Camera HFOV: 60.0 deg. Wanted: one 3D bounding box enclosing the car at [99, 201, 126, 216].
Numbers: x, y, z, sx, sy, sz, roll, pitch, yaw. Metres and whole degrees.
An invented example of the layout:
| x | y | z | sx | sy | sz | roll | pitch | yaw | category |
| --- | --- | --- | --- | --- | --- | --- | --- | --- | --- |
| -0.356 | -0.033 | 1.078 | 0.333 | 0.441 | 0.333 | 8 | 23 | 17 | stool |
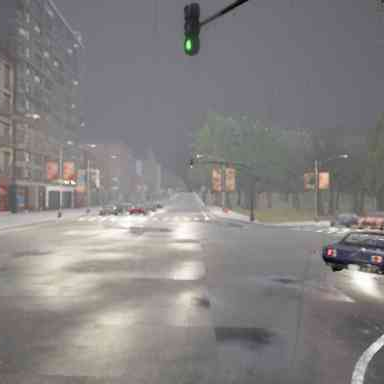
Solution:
| x | y | z | sx | sy | sz | roll | pitch | yaw | category |
| --- | --- | --- | --- | --- | --- | --- | --- | --- | --- |
| -9.781 | 1.933 | 40.740 | 2.097 | 1.767 | 4.553 | 0 | -1 | 1 | car |

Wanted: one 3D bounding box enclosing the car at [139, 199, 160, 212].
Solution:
| x | y | z | sx | sy | sz | roll | pitch | yaw | category |
| --- | --- | --- | --- | --- | --- | --- | --- | --- | --- |
| -6.532 | 2.287 | 51.276 | 1.837 | 1.490 | 4.892 | 0 | -1 | 1 | car |

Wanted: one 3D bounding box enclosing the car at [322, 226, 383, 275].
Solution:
| x | y | z | sx | sy | sz | roll | pitch | yaw | category |
| --- | --- | --- | --- | --- | --- | --- | --- | --- | --- |
| 6.151 | 1.977 | 10.902 | 4.718 | 1.301 | 1.895 | 5 | -3 | -44 | car |

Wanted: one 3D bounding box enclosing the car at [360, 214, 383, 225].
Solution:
| x | y | z | sx | sy | sz | roll | pitch | yaw | category |
| --- | --- | --- | --- | --- | --- | --- | --- | --- | --- |
| 22.703 | 3.379 | 41.348 | 4.718 | 1.301 | 1.895 | 3 | -3 | -45 | car |

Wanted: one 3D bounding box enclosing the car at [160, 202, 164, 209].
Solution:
| x | y | z | sx | sy | sz | roll | pitch | yaw | category |
| --- | --- | --- | --- | --- | --- | --- | --- | --- | --- |
| -6.505 | 2.637 | 63.628 | 1.895 | 1.301 | 4.718 | 0 | -1 | 0 | car |

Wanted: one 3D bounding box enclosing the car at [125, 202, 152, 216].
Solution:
| x | y | z | sx | sy | sz | roll | pitch | yaw | category |
| --- | --- | --- | --- | --- | --- | --- | --- | --- | --- |
| -6.526 | 2.188 | 41.083 | 1.895 | 1.301 | 4.718 | 0 | -1 | 1 | car |

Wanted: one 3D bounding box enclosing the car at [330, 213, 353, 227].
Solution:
| x | y | z | sx | sy | sz | roll | pitch | yaw | category |
| --- | --- | --- | --- | --- | --- | --- | --- | --- | --- |
| 16.137 | 2.926 | 34.754 | 4.674 | 1.442 | 1.812 | 3 | -3 | -44 | car |

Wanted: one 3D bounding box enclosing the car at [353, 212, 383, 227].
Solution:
| x | y | z | sx | sy | sz | roll | pitch | yaw | category |
| --- | --- | --- | --- | --- | --- | --- | --- | --- | --- |
| 17.449 | 2.676 | 31.474 | 4.553 | 1.767 | 2.097 | 3 | -3 | -45 | car |

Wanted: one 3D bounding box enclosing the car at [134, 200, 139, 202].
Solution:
| x | y | z | sx | sy | sz | roll | pitch | yaw | category |
| --- | --- | --- | --- | --- | --- | --- | --- | --- | --- |
| -9.779 | 2.327 | 51.159 | 2.033 | 1.411 | 5.357 | 0 | -1 | 0 | car |
